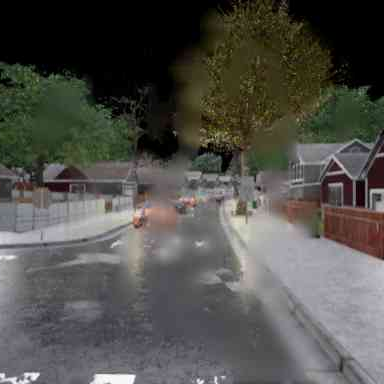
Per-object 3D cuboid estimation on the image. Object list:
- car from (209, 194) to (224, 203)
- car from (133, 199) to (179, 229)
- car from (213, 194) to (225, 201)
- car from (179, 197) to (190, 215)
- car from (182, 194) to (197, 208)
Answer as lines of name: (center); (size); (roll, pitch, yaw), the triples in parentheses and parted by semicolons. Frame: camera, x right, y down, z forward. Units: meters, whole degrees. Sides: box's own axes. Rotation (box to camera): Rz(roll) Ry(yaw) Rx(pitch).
car: (3.910, 1.073, 55.553); (1.812, 1.442, 4.674); (0, 1, 8)
car: (-2.254, 1.254, 20.953); (2.097, 1.767, 4.553); (0, 0, 3)
car: (5.367, 1.021, 65.593); (1.895, 1.301, 4.718); (0, 1, 9)
car: (-1.620, 1.409, 31.106); (1.895, 1.301, 4.718); (0, 1, 4)
car: (-0.550, 1.042, 42.931); (2.097, 1.767, 4.553); (0, 1, 6)
